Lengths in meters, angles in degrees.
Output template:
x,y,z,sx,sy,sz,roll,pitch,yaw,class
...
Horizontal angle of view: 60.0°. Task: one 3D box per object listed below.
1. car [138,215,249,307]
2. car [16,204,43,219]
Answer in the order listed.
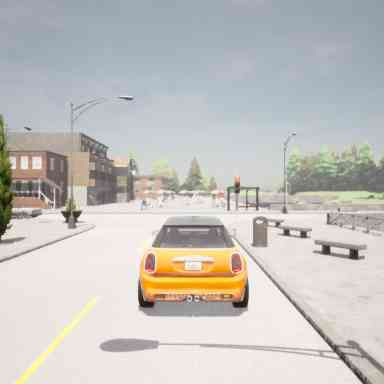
x,y,z,sx,sy,sz,roll,pitch,yaw,class
0.043,1.352,8.119,2.097,1.767,4.553,0,0,1,car
-15.207,1.601,28.062,4.718,1.301,1.895,0,0,0,car
